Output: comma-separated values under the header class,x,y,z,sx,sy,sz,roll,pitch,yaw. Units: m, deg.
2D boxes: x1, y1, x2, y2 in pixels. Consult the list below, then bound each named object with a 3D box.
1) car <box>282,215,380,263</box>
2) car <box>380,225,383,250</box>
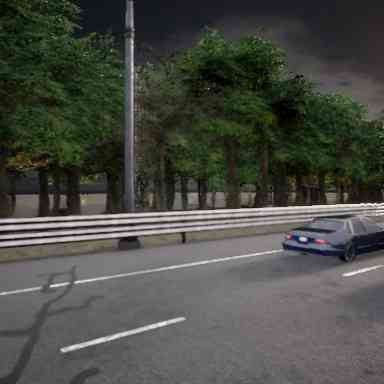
class,x,y,z,sx,sy,sz,roll,pitch,yaw
car,5.567,1.547,12.020,5.357,1.411,2.033,0,0,-36
car,7.608,1.547,9.179,5.357,1.411,2.033,0,0,-36
